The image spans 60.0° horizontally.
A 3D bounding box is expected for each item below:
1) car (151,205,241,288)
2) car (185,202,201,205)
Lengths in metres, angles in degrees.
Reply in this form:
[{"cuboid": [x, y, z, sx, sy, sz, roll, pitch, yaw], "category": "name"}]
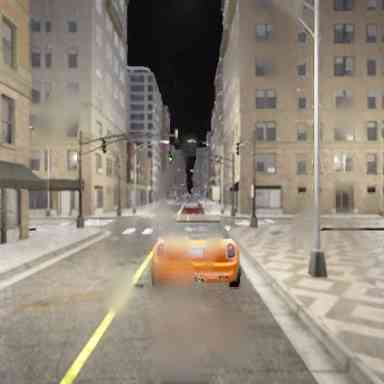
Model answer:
[{"cuboid": [0.094, 1.408, 9.571, 2.097, 1.767, 4.553, 0, 0, 0], "category": "car"}, {"cuboid": [0.092, 1.648, 29.654, 1.882, 1.535, 5.008, 0, 0, 0], "category": "car"}]
